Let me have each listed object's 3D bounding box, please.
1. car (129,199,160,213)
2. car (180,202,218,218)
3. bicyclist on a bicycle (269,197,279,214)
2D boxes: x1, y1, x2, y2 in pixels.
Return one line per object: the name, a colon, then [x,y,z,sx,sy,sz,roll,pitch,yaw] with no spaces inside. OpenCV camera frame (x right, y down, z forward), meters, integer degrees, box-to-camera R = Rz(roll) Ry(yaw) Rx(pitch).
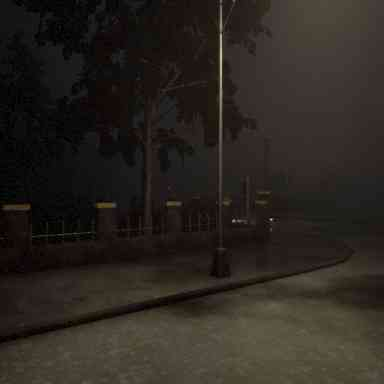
car: [-5.281,1.491,36.705,2.128,1.511,4.902,0,0,-35]
car: [0.656,1.564,28.347,1.994,1.385,4.181,0,0,-35]
bicyclist on a bicycle: [7.994,1.349,32.513,1.656,1.620,0.582,0,0,-36]
